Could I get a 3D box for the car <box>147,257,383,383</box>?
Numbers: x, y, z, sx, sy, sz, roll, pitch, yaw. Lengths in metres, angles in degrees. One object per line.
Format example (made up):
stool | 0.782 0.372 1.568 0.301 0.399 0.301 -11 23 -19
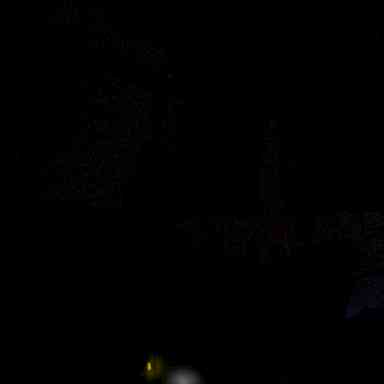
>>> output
car | 1.563 1.601 4.176 4.181 1.385 1.994 1 0 -35
